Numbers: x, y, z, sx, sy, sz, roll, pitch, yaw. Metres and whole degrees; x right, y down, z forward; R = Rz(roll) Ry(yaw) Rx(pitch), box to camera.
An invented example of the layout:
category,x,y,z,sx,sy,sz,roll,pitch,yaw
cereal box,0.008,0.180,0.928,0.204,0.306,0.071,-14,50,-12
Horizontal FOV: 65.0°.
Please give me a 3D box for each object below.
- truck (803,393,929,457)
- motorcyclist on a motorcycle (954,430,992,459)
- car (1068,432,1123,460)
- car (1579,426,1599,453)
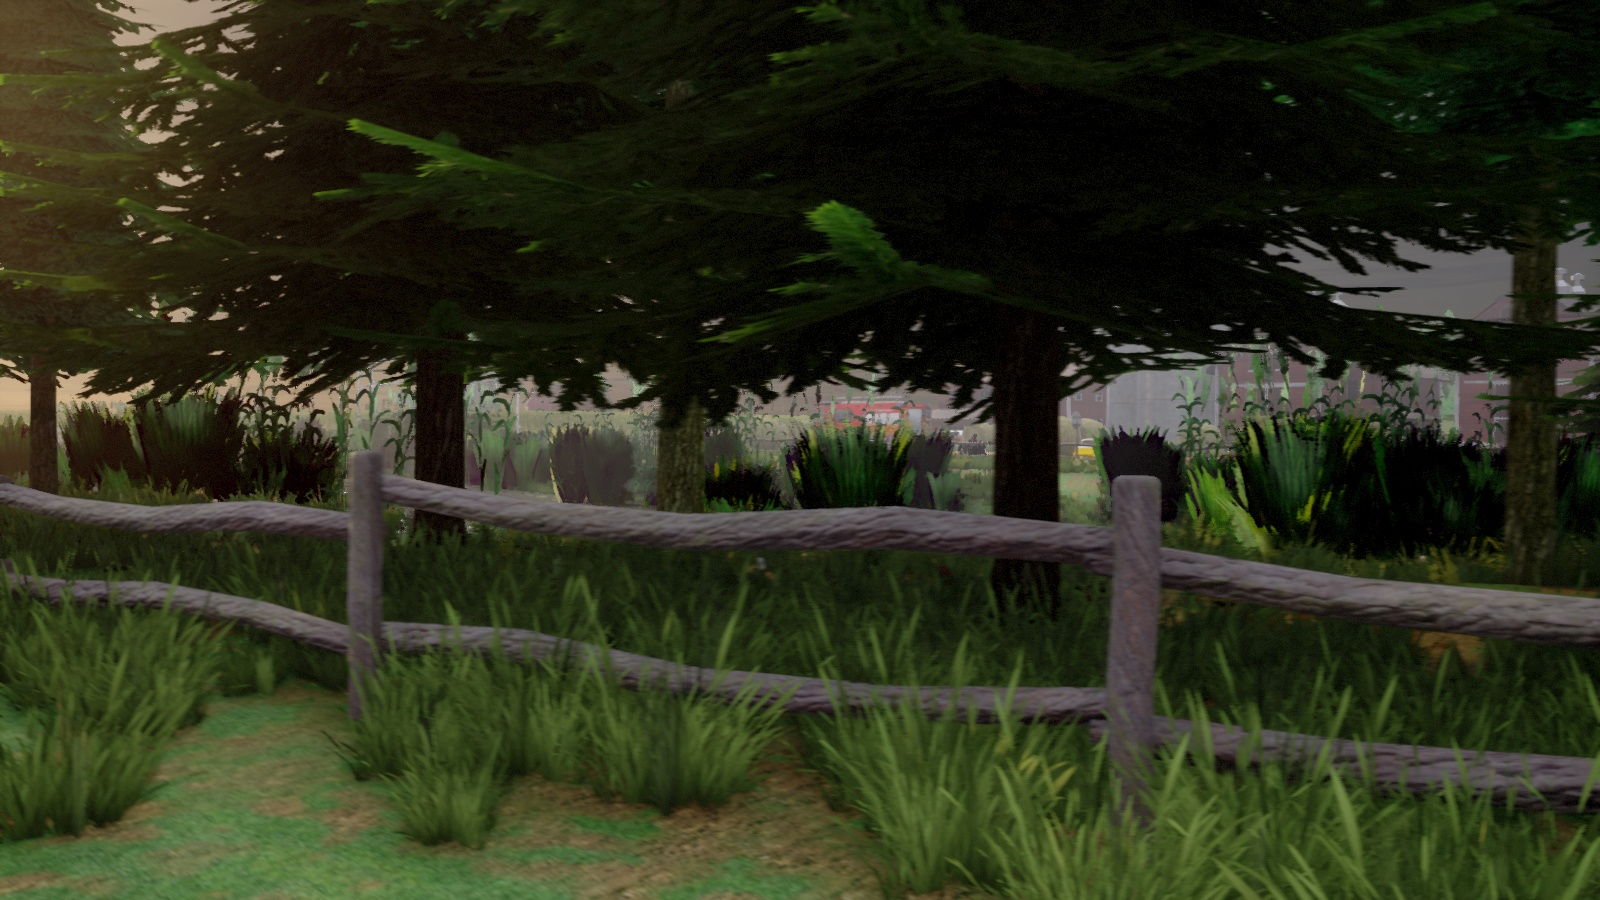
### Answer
category,x,y,z,sx,sy,sz,roll,pitch,yaw
truck,4.117,-1.554,79.940,2.891,3.827,8.468,-1,1,-41
motorcyclist on a motorcycle,9.444,-0.304,68.555,0.797,1.523,2.044,-1,1,-41
car,14.694,-0.198,62.551,1.481,1.376,2.207,-1,1,-41
car,46.966,-0.629,72.842,4.892,1.490,1.837,-1,1,-44
